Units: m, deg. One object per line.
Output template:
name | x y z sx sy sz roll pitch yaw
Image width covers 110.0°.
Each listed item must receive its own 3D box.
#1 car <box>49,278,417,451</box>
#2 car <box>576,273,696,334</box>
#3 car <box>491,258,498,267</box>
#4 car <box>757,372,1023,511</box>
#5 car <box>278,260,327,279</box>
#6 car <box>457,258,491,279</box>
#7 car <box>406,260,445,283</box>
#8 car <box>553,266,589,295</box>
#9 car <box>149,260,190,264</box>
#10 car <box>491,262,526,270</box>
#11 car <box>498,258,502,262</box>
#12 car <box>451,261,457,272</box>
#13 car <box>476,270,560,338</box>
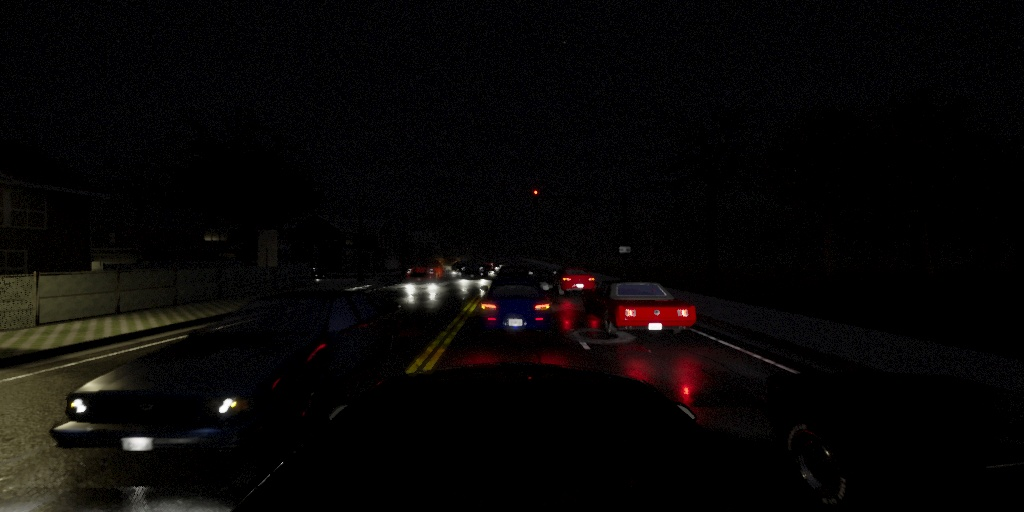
car | -3.349 1.297 5.870 2.033 1.411 5.357 0 0 0
car | 3.340 1.350 10.543 1.895 1.301 4.718 0 0 0
car | -3.322 1.088 47.610 2.097 1.767 4.553 0 0 0
car | 3.348 1.351 1.375 1.895 1.301 4.718 0 0 0
car | -18.198 1.129 30.372 4.553 1.767 2.097 0 0 0
car | -3.333 1.098 32.226 2.097 1.767 4.553 0 0 0
car | -6.588 1.101 27.710 2.097 1.767 4.553 0 0 0
car | 3.319 1.275 19.651 1.812 1.442 4.674 0 0 0
car | -28.443 1.146 30.398 4.553 1.767 2.097 0 0 0
car | 0.066 1.254 19.324 1.837 1.490 4.892 0 0 0
car | -3.277 1.286 63.346 1.994 1.385 4.181 0 0 0
car | -6.573 1.285 46.296 2.033 1.411 5.357 0 0 0
car | 0.087 1.275 10.062 1.812 1.442 4.674 0 0 0
